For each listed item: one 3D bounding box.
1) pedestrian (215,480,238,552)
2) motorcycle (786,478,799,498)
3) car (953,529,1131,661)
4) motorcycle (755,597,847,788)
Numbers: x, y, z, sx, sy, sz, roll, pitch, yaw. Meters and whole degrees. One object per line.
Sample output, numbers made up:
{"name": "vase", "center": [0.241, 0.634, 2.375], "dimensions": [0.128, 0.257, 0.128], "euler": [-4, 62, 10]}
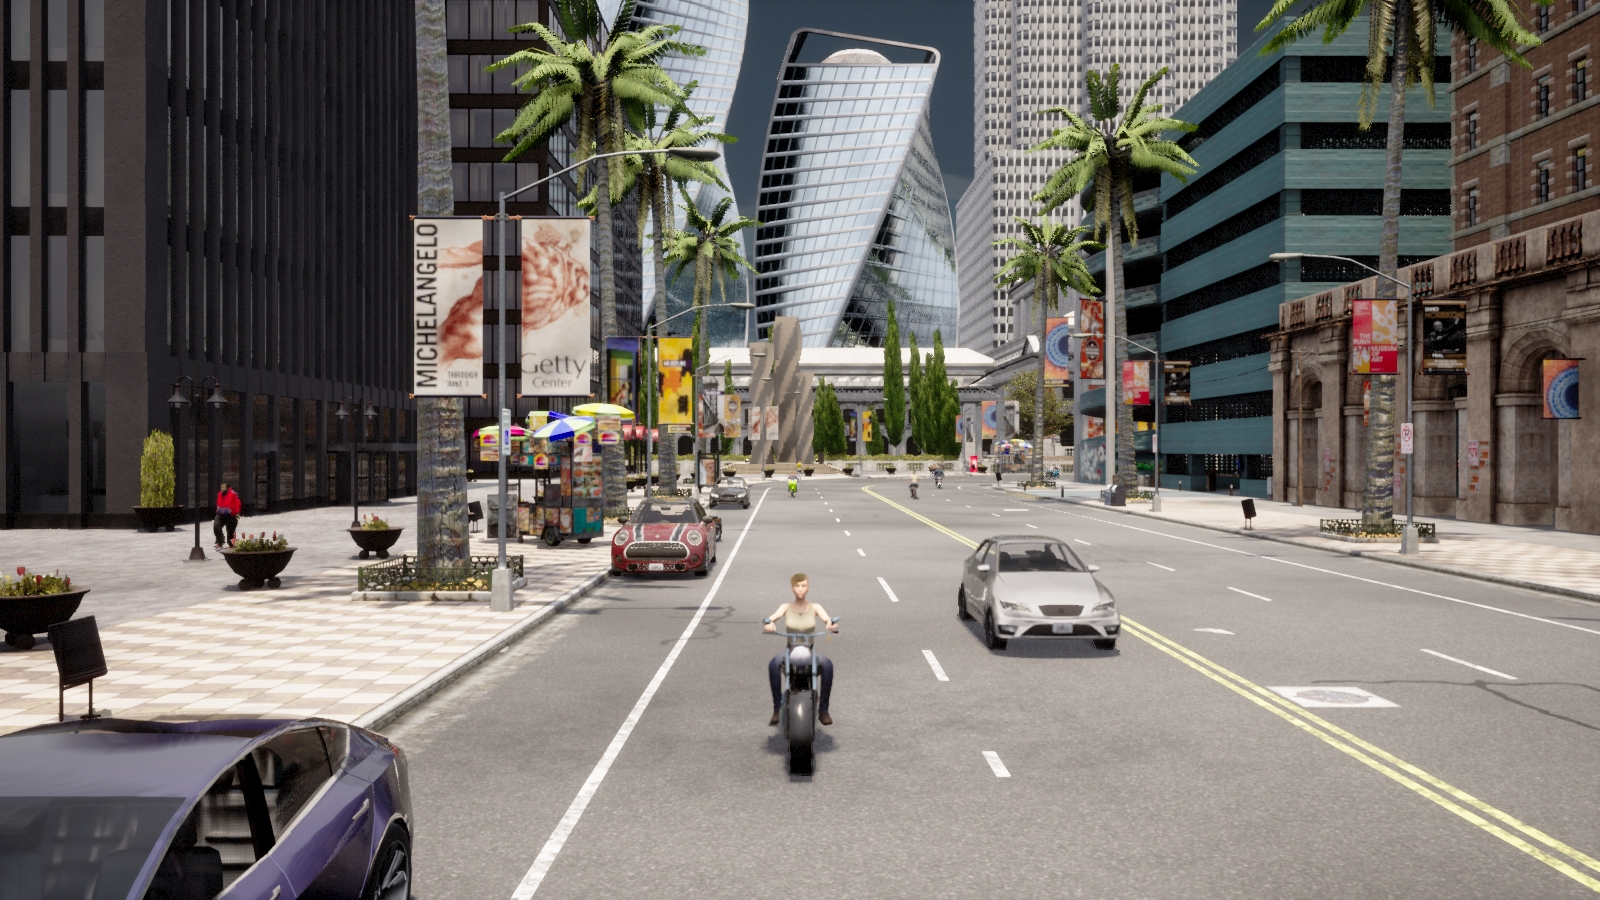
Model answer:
{"name": "pedestrian", "center": [-15.087, 1.723, 30.060], "dimensions": [0.375, 1.860, 0.375], "euler": [0, 0, 8]}
{"name": "motorcycle", "center": [-0.440, 2.240, 67.596], "dimensions": [0.803, 1.145, 2.033], "euler": [0, 0, 0]}
{"name": "car", "center": [3.505, 2.073, 17.341], "dimensions": [1.816, 1.474, 4.193], "euler": [0, 0, 0]}
{"name": "motorcycle", "center": [0.008, 2.175, 10.708], "dimensions": [0.764, 1.277, 2.356], "euler": [0, 0, 0]}
